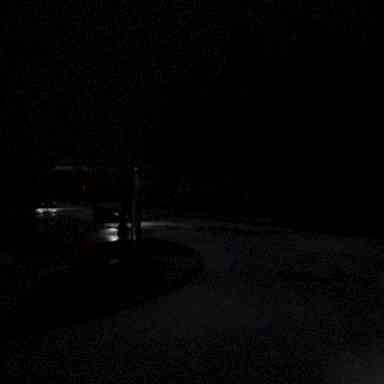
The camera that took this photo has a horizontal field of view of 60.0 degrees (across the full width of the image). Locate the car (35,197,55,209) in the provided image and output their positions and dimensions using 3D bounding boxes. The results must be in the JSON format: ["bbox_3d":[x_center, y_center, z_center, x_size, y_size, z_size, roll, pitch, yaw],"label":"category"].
[{"bbox_3d":[-19.544,1.419,44.179,1.837,1.490,4.892,-1,0,-35],"label":"car"}]

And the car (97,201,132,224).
[{"bbox_3d":[-5.767,1.437,24.538,1.812,1.442,4.674,-1,1,-35],"label":"car"}]
